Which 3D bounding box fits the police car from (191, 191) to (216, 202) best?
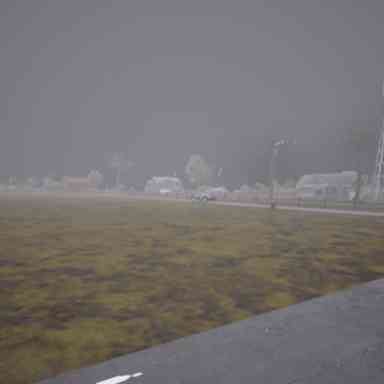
[{"bbox_3d":[1.858,0.740,52.168,1.930,1.638,5.238,2,0,-35],"label":"police car"}]
